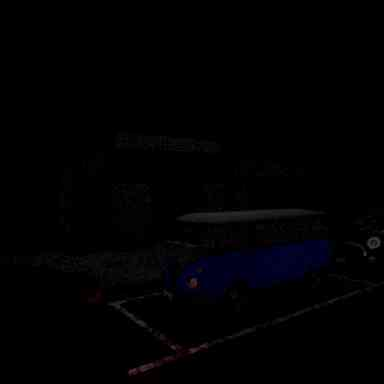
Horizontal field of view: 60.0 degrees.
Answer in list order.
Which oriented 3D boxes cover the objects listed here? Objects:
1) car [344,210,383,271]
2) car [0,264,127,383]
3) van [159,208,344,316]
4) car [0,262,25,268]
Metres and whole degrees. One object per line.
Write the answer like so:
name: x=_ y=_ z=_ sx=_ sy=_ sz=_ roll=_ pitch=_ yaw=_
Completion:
car: x=5.687 y=1.311 z=10.236 sx=4.097 sy=1.590 sz=1.967 roll=-1 pitch=0 yaw=-35
car: x=-2.573 y=1.509 z=1.236 sx=4.902 sy=1.511 sz=2.128 roll=-1 pitch=1 yaw=-35
van: x=1.277 y=1.279 z=7.096 sx=3.998 sy=1.788 sz=1.690 roll=-1 pitch=0 yaw=-35
car: x=-3.129 y=1.586 z=3.958 sx=4.206 sy=1.307 sz=1.802 roll=-1 pitch=0 yaw=-35
